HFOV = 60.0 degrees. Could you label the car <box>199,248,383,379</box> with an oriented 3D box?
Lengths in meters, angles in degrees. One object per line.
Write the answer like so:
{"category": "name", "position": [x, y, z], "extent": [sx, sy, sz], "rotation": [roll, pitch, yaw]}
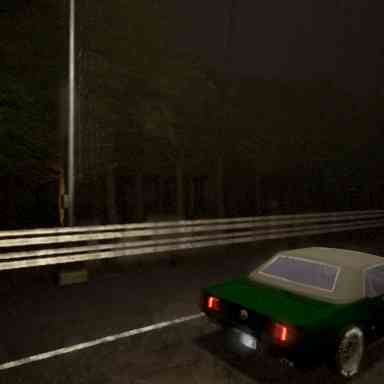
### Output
{"category": "car", "position": [2.517, 1.623, 5.543], "extent": [4.718, 1.301, 1.895], "rotation": [0, 0, -35]}
